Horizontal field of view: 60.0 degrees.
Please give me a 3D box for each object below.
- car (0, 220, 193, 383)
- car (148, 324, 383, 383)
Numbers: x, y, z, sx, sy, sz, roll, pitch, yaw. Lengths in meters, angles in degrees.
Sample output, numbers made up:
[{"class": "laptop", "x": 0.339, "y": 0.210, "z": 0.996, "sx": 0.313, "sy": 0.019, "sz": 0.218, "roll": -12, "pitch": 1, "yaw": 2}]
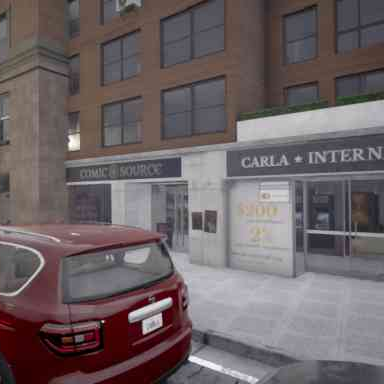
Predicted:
[{"class": "car", "x": -2.314, "y": 1.318, "z": 4.509, "sx": 5.009, "sy": 1.841, "sz": 2.192, "roll": 0, "pitch": -1, "yaw": 35}, {"class": "car", "x": 2.148, "y": 1.550, "z": 1.325, "sx": 4.403, "sy": 1.369, "sz": 2.008, "roll": 0, "pitch": -1, "yaw": 35}]
